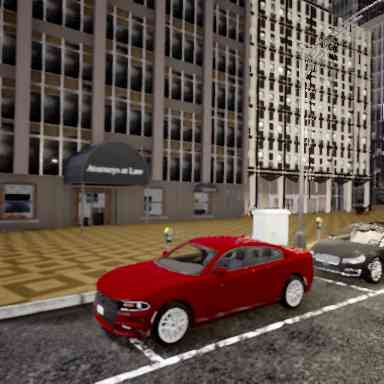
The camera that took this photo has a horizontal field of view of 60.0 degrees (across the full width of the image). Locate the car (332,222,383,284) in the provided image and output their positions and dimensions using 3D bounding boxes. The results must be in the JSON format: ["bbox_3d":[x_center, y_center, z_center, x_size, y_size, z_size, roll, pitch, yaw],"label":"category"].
[{"bbox_3d":[5.168,1.564,9.534,4.403,1.369,2.008,0,1,-34],"label":"car"}]

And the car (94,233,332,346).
[{"bbox_3d":[0.452,1.548,6.348,4.507,1.381,1.887,0,1,-35],"label":"car"}]
